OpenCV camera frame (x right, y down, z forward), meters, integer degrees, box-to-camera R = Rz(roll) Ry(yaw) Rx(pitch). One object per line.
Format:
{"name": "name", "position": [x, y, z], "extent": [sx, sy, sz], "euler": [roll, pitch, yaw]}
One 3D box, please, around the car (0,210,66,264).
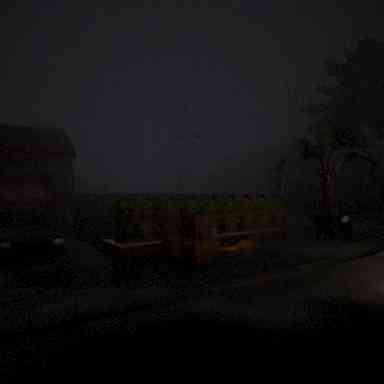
{"name": "car", "position": [-5.769, 1.342, 11.282], "extent": [2.033, 1.415, 5.357], "euler": [-1, 0, -33]}
